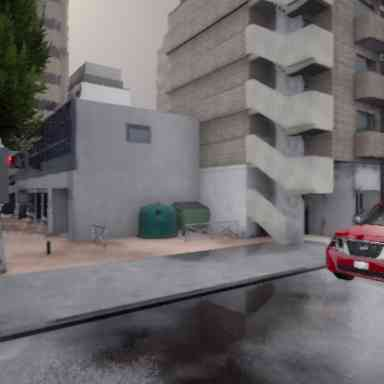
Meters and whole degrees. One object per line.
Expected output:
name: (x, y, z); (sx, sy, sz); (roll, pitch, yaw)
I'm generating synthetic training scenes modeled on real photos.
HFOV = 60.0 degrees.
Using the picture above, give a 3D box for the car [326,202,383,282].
car: (5.896, 1.223, 8.786); (5.566, 2.045, 2.150); (0, 0, -36)
